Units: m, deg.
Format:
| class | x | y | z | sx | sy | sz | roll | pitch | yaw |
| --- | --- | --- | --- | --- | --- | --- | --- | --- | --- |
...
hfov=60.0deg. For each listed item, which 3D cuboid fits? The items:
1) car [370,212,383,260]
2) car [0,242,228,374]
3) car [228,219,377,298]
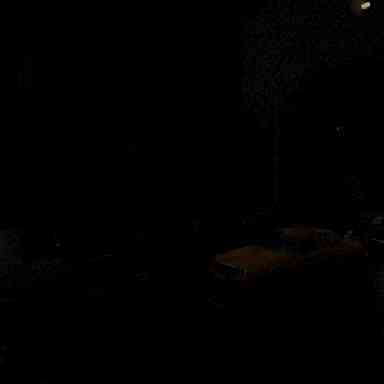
| class | x | y | z | sx | sy | sz | roll | pitch | yaw |
| --- | --- | --- | --- | --- | --- | --- | --- | --- | --- |
| car | 7.109 | 1.441 | 11.745 | 4.097 | 1.590 | 1.967 | 0 | 0 | -36 |
| car | -1.734 | 1.566 | 5.414 | 4.313 | 1.339 | 1.947 | 0 | 0 | -36 |
| car | 2.549 | 1.525 | 8.481 | 4.829 | 1.417 | 1.752 | 0 | 0 | -36 |
